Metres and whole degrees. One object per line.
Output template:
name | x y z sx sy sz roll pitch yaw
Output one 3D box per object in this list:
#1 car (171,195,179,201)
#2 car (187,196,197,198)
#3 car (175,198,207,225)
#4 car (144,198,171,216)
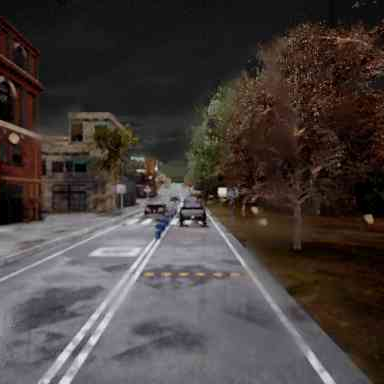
car | -3.680 1.334 72.417 1.994 1.385 4.181 0 0 -1
car | -0.019 1.278 42.732 2.097 1.767 4.553 0 0 0
car | 0.066 1.459 24.268 2.128 1.511 4.902 1 0 0
car | -3.410 1.525 31.945 1.994 1.385 4.181 0 0 0
